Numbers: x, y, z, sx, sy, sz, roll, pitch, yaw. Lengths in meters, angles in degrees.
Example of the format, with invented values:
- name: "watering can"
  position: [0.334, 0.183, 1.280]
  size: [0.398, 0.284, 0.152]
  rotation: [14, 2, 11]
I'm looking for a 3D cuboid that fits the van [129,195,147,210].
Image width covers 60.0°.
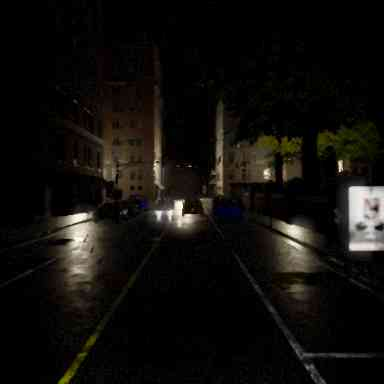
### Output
- name: "van"
  position: [-5.851, 1.156, 35.729]
  size: [1.690, 1.788, 3.998]
  rotation: [0, 0, 0]

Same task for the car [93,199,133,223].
- name: "car"
  position: [-5.853, 1.445, 24.411]
  size: [1.947, 1.339, 4.313]
  rotation: [0, 0, 0]

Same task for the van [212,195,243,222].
- name: "van"
  position: [2.673, 1.220, 24.420]
  size: [1.690, 1.788, 3.998]
  rotation: [0, 0, 0]

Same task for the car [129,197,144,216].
- name: "car"
  position: [-5.853, 1.392, 30.070]
  size: [1.887, 1.381, 4.507]
  rotation: [0, 0, 0]

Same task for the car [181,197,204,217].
- name: "car"
  position: [0.076, 1.327, 29.774]
  size: [1.882, 1.535, 5.008]
  rotation: [0, 0, 0]

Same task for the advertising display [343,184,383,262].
- name: "advertising display"
  position: [5.632, 0.976, 10.564]
  size: [1.540, 2.440, 0.280]
  rotation: [0, 0, 0]

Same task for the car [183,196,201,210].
- name: "car"
  position: [0.002, 1.280, 40.074]
  size: [2.128, 1.511, 4.902]
  rotation: [0, 0, 0]

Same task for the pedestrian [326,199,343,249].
- name: "pedestrian"
  position: [5.068, 1.086, 11.698]
  size: [0.375, 1.860, 0.375]
  rotation: [0, 0, -10]

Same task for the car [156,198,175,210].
- name: "car"
  position: [-2.998, 1.391, 38.809]
  size: [1.994, 1.385, 4.181]
  rotation: [0, 0, 0]
